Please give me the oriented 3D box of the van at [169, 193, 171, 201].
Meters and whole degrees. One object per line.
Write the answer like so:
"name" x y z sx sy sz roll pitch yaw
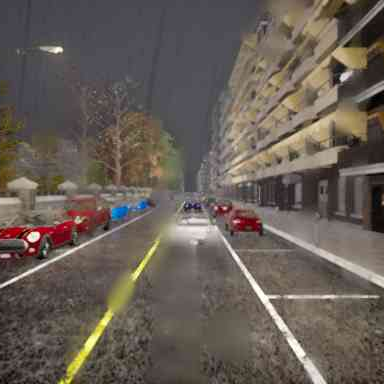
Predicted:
"van" -5.733 1.220 68.439 1.690 1.788 3.998 0 0 0

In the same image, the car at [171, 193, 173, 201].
"car" -5.737 1.456 74.070 1.802 1.307 4.206 0 0 0

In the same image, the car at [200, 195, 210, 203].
"car" 2.647 1.401 68.615 1.752 1.417 4.829 0 0 0

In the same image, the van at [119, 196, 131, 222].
"van" -5.703 1.290 23.397 1.690 1.788 3.998 0 0 0

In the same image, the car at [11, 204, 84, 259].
"car" -5.695 1.410 12.135 1.967 1.590 4.097 0 0 0

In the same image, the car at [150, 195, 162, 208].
"car" -5.718 1.473 45.919 1.947 1.339 4.313 0 0 0

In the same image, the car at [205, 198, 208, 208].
"car" 2.669 1.506 34.664 1.802 1.307 4.206 0 0 0

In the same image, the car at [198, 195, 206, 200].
"car" 2.636 1.429 85.338 1.947 1.339 4.313 0 0 0

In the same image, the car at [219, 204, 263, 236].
"car" 2.681 1.538 17.772 1.802 1.307 4.206 0 0 0

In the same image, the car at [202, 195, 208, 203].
"car" 2.662 1.470 45.925 1.947 1.339 4.313 0 0 0

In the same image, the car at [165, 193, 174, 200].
"car" -5.744 1.181 85.332 2.192 1.841 5.009 0 0 0

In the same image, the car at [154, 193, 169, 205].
"car" -5.725 1.206 57.179 2.192 1.841 5.009 0 0 0

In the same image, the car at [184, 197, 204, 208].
"car" 0.078 1.520 37.732 1.895 1.301 4.718 0 0 0

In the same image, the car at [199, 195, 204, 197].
"car" 2.654 1.328 57.184 1.967 1.590 4.097 0 0 0

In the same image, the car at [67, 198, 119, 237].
"car" -5.700 1.275 17.766 2.192 1.841 5.009 0 0 0

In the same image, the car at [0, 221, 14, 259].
"car" -5.692 1.527 6.508 1.887 1.381 4.507 0 0 0

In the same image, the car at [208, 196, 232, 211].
"car" 2.673 1.375 29.033 1.967 1.590 4.097 0 0 0

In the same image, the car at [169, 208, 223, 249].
"car" 0.086 1.565 14.313 1.895 1.301 4.718 0 0 0

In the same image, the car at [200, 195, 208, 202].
"car" 2.643 1.453 74.076 1.802 1.307 4.206 0 0 0

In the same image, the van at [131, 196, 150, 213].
"van" -5.711 1.269 34.658 1.690 1.788 3.998 0 0 0
